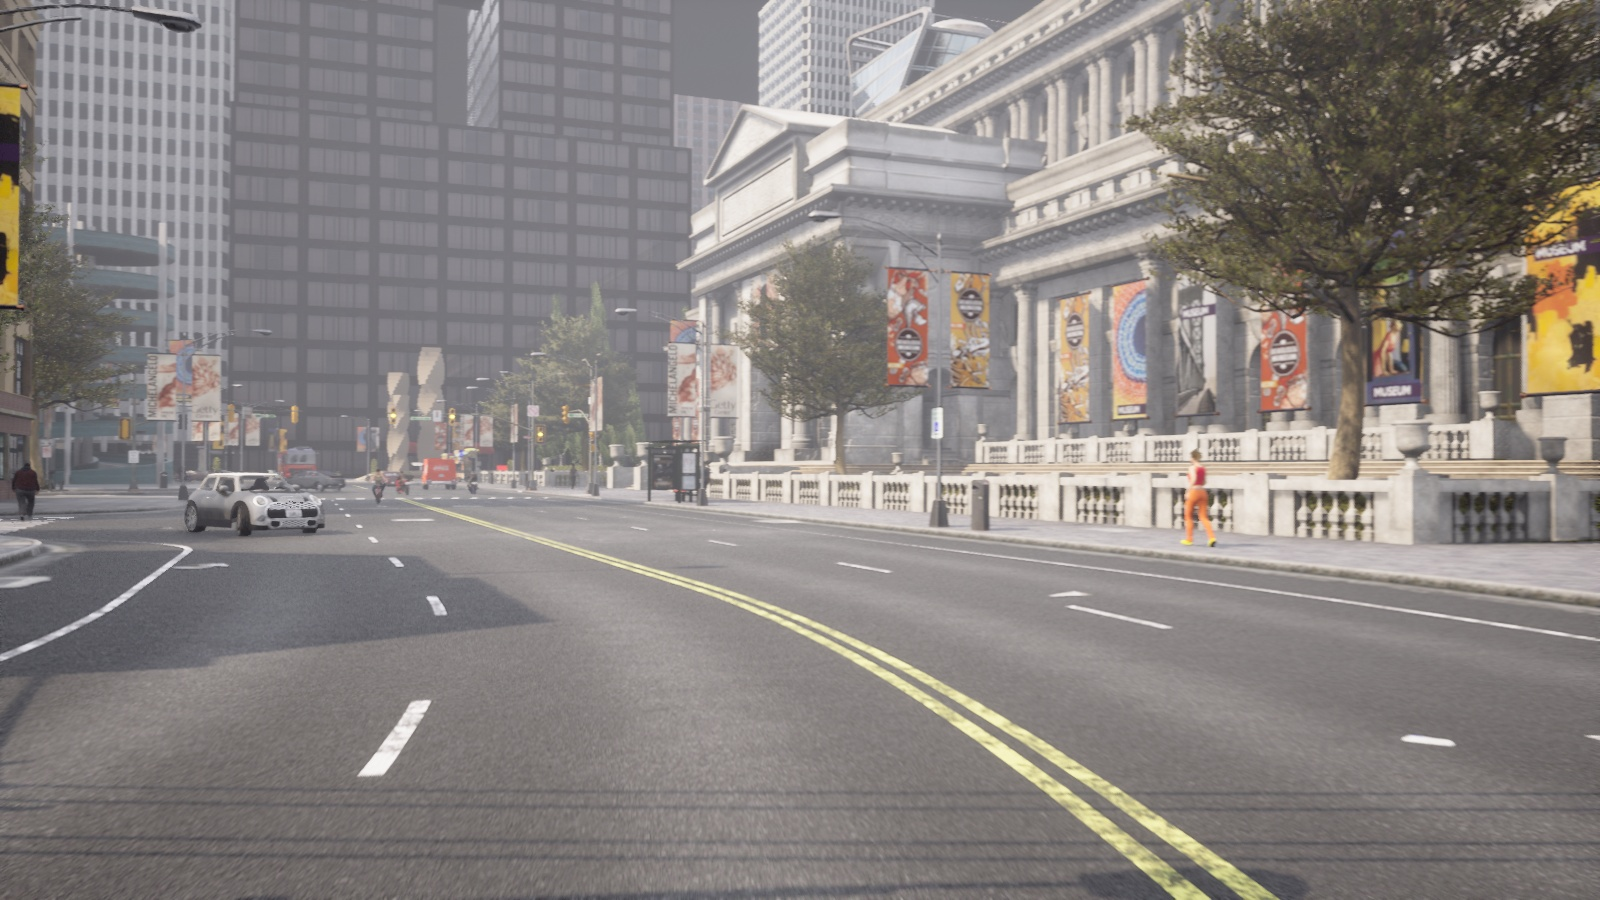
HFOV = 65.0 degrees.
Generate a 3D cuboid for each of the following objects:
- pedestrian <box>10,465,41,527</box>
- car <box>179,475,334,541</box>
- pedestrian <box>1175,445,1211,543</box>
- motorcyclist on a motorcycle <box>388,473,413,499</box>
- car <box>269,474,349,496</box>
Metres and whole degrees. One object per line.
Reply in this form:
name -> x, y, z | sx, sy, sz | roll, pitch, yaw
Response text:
pedestrian -> -23.495, 1.374, 38.100 | 0.634, 1.844, 0.899 | 0, -1, -21
car -> -13.239, 1.357, 30.510 | 3.806, 1.475, 1.970 | -1, -1, 41
pedestrian -> 7.455, 0.834, 23.846 | 0.345, 1.836, 0.594 | 0, -1, -19
motorcyclist on a motorcycle -> -24.263, 2.194, 76.257 | 0.797, 1.523, 2.044 | -1, -1, -37
car -> -33.553, 2.374, 85.817 | 4.902, 1.511, 2.128 | -1, -1, 21
